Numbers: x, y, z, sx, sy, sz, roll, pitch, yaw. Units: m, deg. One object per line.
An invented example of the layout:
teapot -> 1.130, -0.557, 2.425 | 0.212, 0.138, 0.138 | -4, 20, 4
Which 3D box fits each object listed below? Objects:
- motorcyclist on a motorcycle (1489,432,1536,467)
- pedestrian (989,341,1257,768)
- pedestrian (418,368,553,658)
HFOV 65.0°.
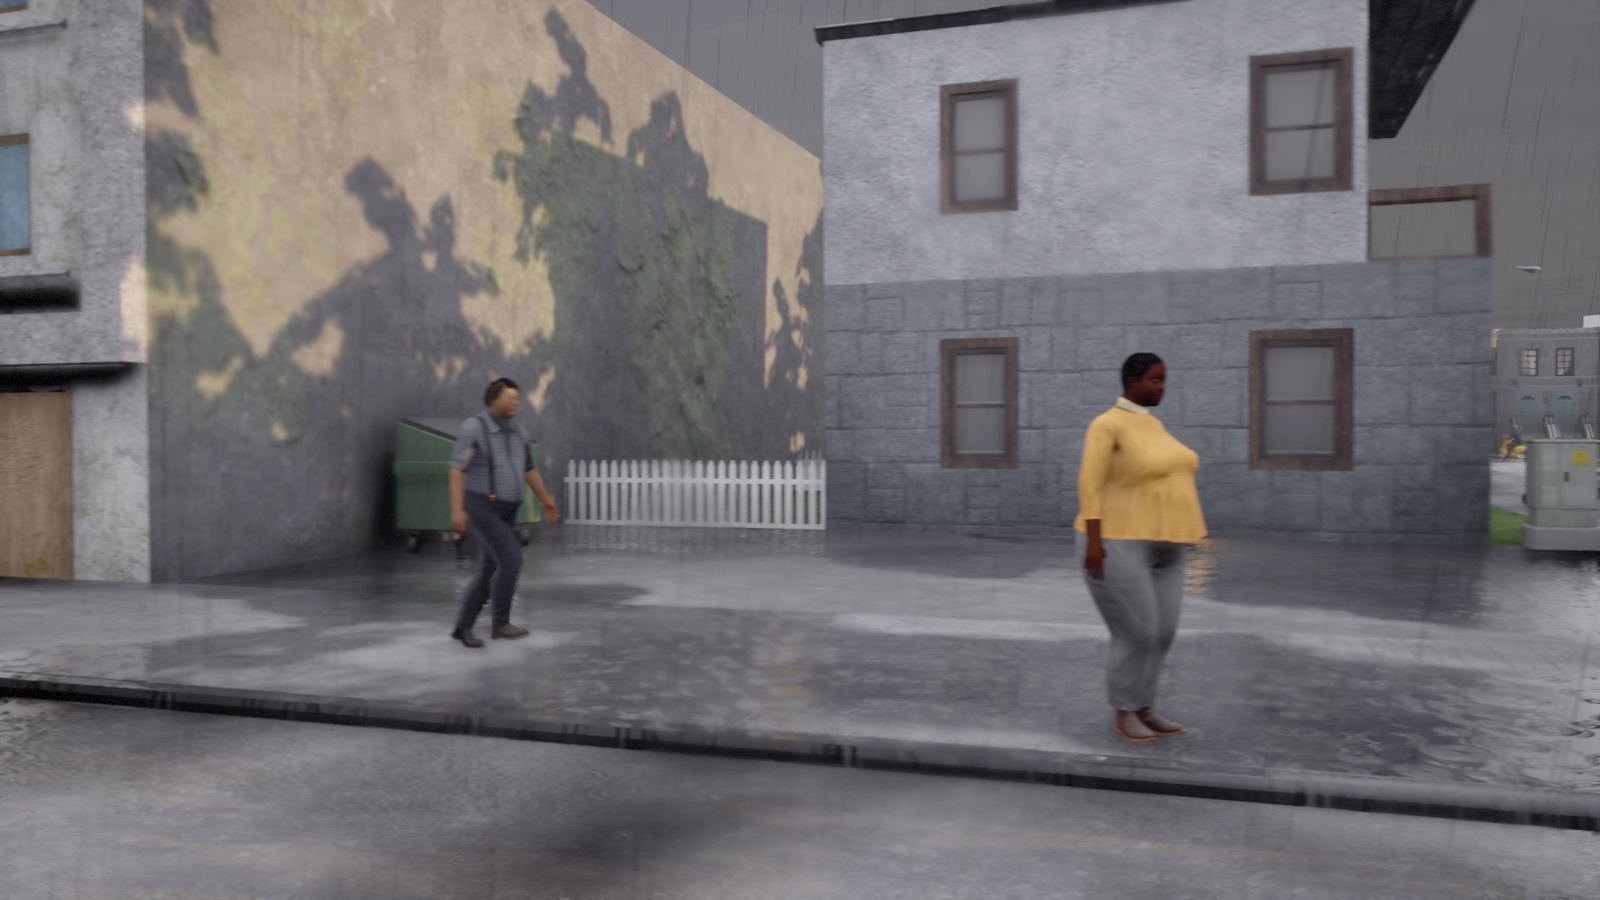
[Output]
motorcyclist on a motorcycle -> 33.270, -0.035, 58.672 | 0.866, 1.590, 1.817 | -2, 2, -16
pedestrian -> 1.550, 0.445, 6.064 | 0.874, 1.855, 0.900 | -1, 1, -39
pedestrian -> -2.099, 0.394, 8.386 | 0.694, 1.848, 0.540 | 1, 1, 30
